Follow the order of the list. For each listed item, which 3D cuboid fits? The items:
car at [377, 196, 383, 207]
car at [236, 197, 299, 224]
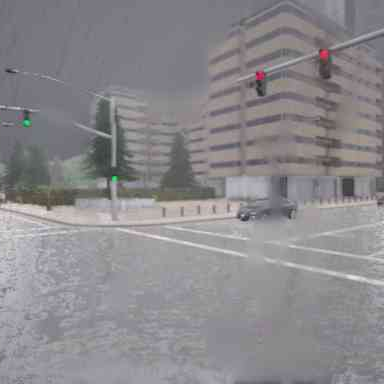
[{"bbox_3d":[20.609,0.757,33.934,4.674,1.442,1.812,-1,1,-39],"label":"car"},{"bbox_3d":[4.898,1.104,21.283,4.892,1.490,1.837,-2,1,-39],"label":"car"}]
